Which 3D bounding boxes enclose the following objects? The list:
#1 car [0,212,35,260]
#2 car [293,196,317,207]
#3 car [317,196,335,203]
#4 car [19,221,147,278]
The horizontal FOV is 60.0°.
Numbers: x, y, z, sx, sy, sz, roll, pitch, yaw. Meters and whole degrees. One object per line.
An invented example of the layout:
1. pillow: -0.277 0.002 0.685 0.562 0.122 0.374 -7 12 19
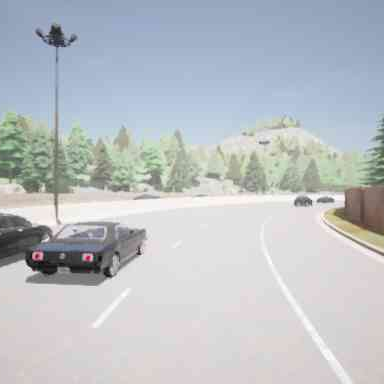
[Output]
1. car: -6.151 1.376 10.294 1.837 1.490 4.892 0 0 6
2. car: 16.079 1.296 47.931 1.837 1.490 4.892 1 1 34
3. car: 24.132 1.333 60.092 4.181 1.385 1.994 0 1 -44
4. car: -2.718 1.505 9.888 1.895 1.301 4.718 1 0 6
